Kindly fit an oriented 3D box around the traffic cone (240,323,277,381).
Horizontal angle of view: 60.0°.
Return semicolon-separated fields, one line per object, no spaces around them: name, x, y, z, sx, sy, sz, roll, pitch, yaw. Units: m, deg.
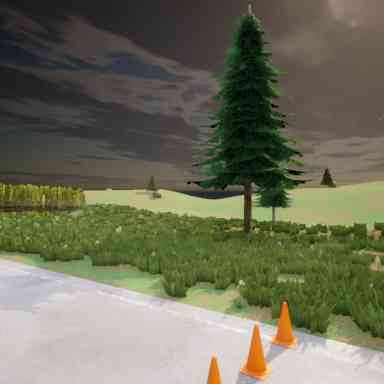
traffic cone;0.810;1.955;4.184;0.340;0.580;0.340;0;0;36

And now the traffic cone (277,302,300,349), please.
traffic cone;1.395;1.955;4.995;0.340;0.580;0.340;0;0;36

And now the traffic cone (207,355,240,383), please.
traffic cone;0.226;1.955;3.372;0.340;0.580;0.340;0;0;36
